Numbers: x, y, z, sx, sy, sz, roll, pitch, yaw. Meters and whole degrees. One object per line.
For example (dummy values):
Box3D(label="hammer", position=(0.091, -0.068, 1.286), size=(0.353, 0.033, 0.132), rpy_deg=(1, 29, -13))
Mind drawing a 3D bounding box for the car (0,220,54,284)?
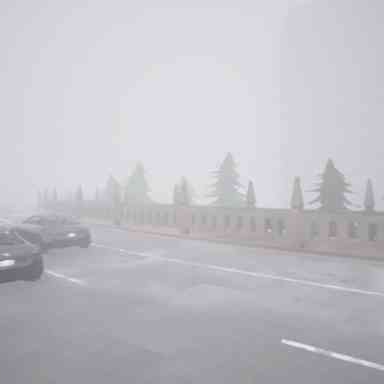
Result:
Box3D(label="car", position=(-5.673, 1.571, 8.810), size=(4.181, 1.385, 1.994), rpy_deg=(0, 0, 41))

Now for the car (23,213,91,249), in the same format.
Box3D(label="car", position=(-5.960, 1.577, 13.817), size=(4.181, 1.385, 1.994), rpy_deg=(0, 0, 43))
